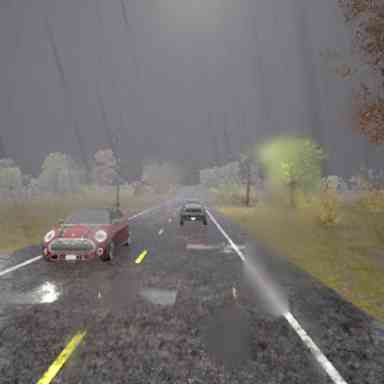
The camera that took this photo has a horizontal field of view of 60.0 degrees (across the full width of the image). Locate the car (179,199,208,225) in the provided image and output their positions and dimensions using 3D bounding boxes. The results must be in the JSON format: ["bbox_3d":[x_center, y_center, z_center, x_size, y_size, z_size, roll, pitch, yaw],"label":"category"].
[{"bbox_3d":[0.092,1.502,24.253,1.837,1.490,4.892,0,0,0],"label":"car"}]

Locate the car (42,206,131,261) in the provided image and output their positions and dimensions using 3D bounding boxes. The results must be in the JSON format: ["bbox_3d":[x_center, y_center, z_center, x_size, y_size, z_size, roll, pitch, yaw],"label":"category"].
[{"bbox_3d":[-3.600,1.352,12.139,2.097,1.767,4.553,0,0,0],"label":"car"}]
